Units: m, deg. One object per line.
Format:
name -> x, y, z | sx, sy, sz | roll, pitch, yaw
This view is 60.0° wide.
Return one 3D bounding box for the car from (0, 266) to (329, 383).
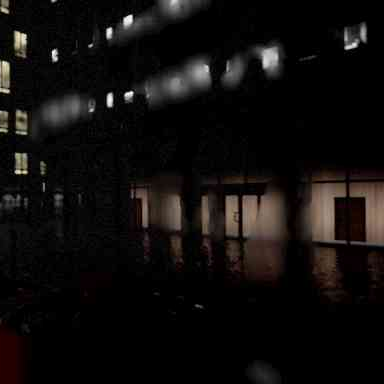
car -> -0.953, 1.567, 3.566 | 4.507, 1.381, 1.887 | -1, -1, 36
